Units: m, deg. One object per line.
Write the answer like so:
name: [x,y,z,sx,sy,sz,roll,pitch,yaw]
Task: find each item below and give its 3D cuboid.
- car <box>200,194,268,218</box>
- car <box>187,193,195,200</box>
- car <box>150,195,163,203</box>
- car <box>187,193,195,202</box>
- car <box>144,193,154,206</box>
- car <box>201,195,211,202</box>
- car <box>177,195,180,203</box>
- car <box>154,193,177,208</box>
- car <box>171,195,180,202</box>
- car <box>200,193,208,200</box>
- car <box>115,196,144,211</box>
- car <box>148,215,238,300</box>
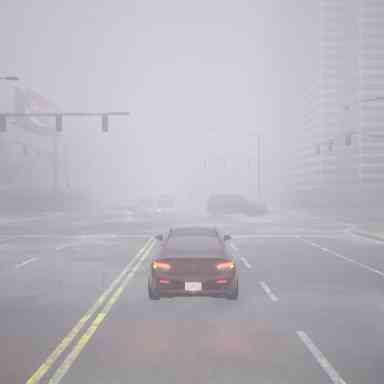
car: [3.931,1.221,29.991,5.566,2.045,2.150,0,1,28]
car: [-0.348,1.184,88.345,2.097,1.767,4.553,0,0,0]
car: [-7.276,1.492,68.418,2.128,1.511,4.902,0,0,0]
car: [-0.308,1.584,78.440,1.895,1.301,4.718,0,0,0]
car: [-7.298,1.353,53.453,2.097,1.767,4.553,0,0,0]
car: [3.193,1.515,78.072,2.128,1.511,4.902,0,0,0]
car: [-3.800,1.223,63.799,2.150,2.045,5.566,0,0,0]
car: [-3.781,1.220,48.010,2.150,2.045,5.566,0,0,0]
car: [-3.811,1.547,79.172,1.994,1.385,4.181,0,0,0]
car: [3.152,1.184,88.360,2.097,1.767,4.553,0,0,0]
car: [-7.886,1.525,41.115,1.812,1.442,4.674,0,0,9]
car: [0.033,1.526,8.264,1.812,1.442,4.674,0,0,0]
